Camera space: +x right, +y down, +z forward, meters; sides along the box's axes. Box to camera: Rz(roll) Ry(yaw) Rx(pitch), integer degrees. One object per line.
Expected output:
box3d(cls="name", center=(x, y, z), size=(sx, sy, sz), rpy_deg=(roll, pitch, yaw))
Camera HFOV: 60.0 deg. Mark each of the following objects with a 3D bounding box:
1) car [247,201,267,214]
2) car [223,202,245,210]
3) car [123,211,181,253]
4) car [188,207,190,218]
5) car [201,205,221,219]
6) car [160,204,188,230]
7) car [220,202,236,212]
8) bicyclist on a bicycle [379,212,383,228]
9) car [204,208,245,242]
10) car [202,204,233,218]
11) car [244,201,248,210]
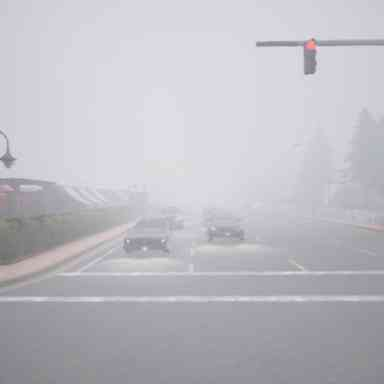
box3d(cls="car", center=(9.411, 2.278, 47.085), size=(1.812, 1.442, 4.674), rpy_deg=(-1, -1, 1))
box3d(cls="car", center=(5.909, 2.322, 47.061), size=(1.812, 1.442, 4.674), rpy_deg=(-1, -1, 1))
box3d(cls="car", center=(-1.787, 1.864, 15.572), size=(2.033, 1.411, 5.357), rpy_deg=(-1, -1, 1))
box3d(cls="car", center=(-1.456, 2.175, 33.950), size=(1.812, 1.442, 4.674), rpy_deg=(-1, -1, 1))
box3d(cls="car", center=(2.123, 2.237, 38.628), size=(2.033, 1.411, 5.357), rpy_deg=(-1, -1, 1))
box3d(cls="car", center=(-1.625, 1.841, 25.099), size=(2.097, 1.767, 4.553), rpy_deg=(-1, -1, 1))
box3d(cls="car", center=(6.008, 2.453, 56.159), size=(2.128, 1.511, 4.902), rpy_deg=(-1, -1, 1))
box3d(cls="bicyclist on a bicycle", center=(12.792, 1.537, 21.273), size=(1.656, 1.620, 0.582), rpy_deg=(-1, -1, 1))
box3d(cls="car", center=(1.788, 1.855, 18.757), size=(1.812, 1.442, 4.674), rpy_deg=(-1, -1, 1))
box3d(cls="car", center=(1.932, 2.050, 28.320), size=(2.033, 1.411, 5.357), rpy_deg=(-1, -1, 0))
box3d(cls="car", center=(9.505, 2.268, 56.072), size=(2.097, 1.767, 4.553), rpy_deg=(-1, -1, 1))
